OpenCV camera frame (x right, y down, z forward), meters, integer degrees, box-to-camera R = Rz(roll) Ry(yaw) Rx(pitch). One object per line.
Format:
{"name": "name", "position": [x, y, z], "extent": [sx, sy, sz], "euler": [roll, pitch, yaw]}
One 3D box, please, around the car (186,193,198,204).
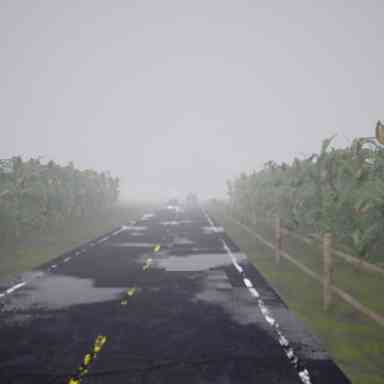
{"name": "car", "position": [0.009, 1.200, 64.155], "extent": [2.150, 2.045, 5.566], "euler": [0, 0, 0]}

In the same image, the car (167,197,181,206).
{"name": "car", "position": [-2.807, 1.521, 51.861], "extent": [1.994, 1.385, 4.181], "euler": [0, 0, 1]}

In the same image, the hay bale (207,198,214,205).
{"name": "hay bale", "position": [3.137, 1.614, 56.277], "extent": [1.220, 1.180, 1.240], "euler": [1, 1, 0]}
